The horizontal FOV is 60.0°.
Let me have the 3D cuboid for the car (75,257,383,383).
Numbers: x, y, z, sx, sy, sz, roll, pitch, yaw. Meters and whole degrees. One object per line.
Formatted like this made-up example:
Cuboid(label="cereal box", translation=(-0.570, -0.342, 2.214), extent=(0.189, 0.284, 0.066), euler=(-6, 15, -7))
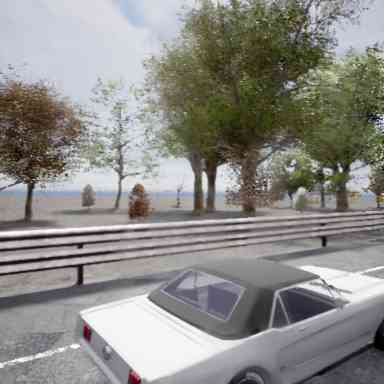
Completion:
Cuboid(label="car", translation=(1.061, 1.605, 4.518), extent=(4.718, 1.301, 1.895), euler=(0, 0, -35))
